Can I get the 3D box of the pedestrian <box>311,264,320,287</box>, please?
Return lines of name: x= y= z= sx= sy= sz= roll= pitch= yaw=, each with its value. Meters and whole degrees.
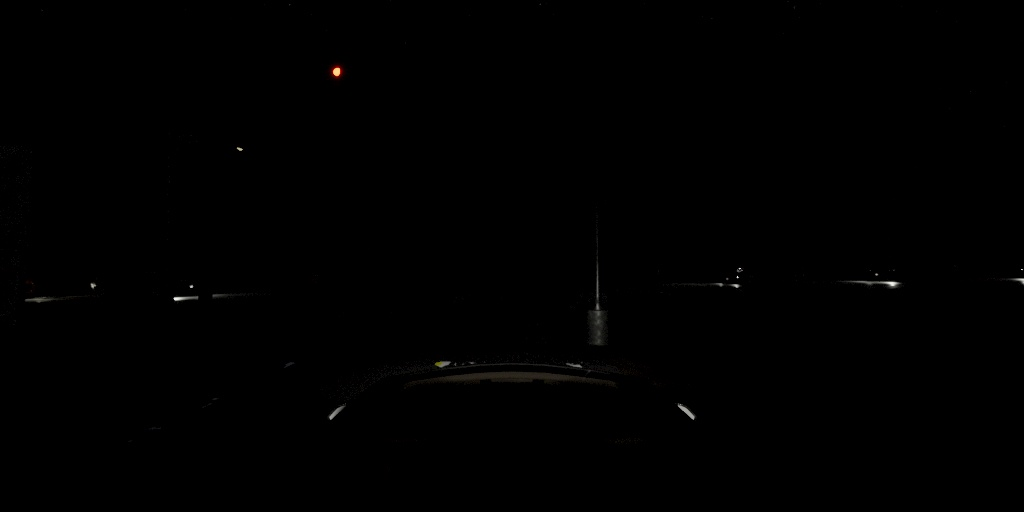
pedestrian: x=-15.058 y=1.466 z=27.397 sx=0.375 sy=1.860 sz=0.375 roll=0 pitch=-1 yaw=0

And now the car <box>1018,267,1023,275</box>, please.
car: x=36.727 y=0.752 z=23.358 sx=5.357 sy=1.411 sz=2.033 roll=-1 pitch=-2 yaw=0

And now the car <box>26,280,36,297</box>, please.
car: x=-29.647 y=1.581 z=19.834 sx=5.008 sy=1.535 sz=1.882 roll=-1 pitch=-2 yaw=0

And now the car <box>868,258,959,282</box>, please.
car: x=26.133 y=0.892 z=23.394 sx=4.674 sy=1.442 sz=1.812 roll=-1 pitch=-2 yaw=1

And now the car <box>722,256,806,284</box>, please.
car: x=16.283 y=0.875 z=23.421 sx=4.553 sy=1.767 sz=2.097 roll=-1 pitch=-2 yaw=0

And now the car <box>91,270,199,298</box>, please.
car: x=-20.133 y=1.494 z=19.806 sx=4.892 sy=1.490 sz=1.837 roll=-1 pitch=-2 yaw=0
